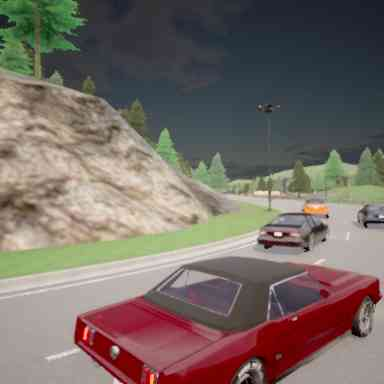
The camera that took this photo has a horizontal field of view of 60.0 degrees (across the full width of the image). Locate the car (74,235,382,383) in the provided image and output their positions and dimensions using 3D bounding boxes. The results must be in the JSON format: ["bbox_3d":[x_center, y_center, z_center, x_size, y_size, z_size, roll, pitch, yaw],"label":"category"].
[{"bbox_3d":[0.956,1.622,4.778,4.718,1.301,1.895,0,0,-42],"label":"car"}]

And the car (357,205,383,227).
[{"bbox_3d":[12.474,1.562,22.646,2.033,1.411,5.357,-1,0,21],"label":"car"}]

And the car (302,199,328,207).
[{"bbox_3d":[11.644,1.422,31.600,2.097,1.767,4.553,-1,0,16],"label":"car"}]

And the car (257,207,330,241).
[{"bbox_3d":[4.509,1.588,14.284,2.033,1.411,5.357,-1,0,33],"label":"car"}]
